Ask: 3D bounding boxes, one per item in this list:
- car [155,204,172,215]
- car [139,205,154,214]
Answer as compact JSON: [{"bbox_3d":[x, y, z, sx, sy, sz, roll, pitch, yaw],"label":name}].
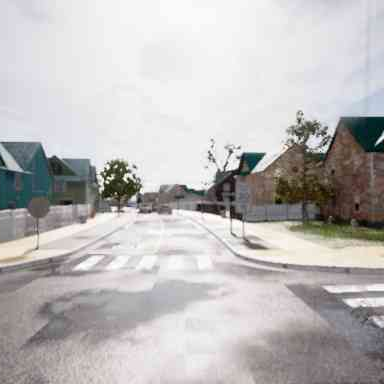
[{"bbox_3d":[-4.059,2.641,49.944,1.837,1.490,4.892,0,-2,-10],"label":"car"},{"bbox_3d":[-7.541,2.770,53.572,1.812,1.442,4.674,0,-2,-10],"label":"car"}]
